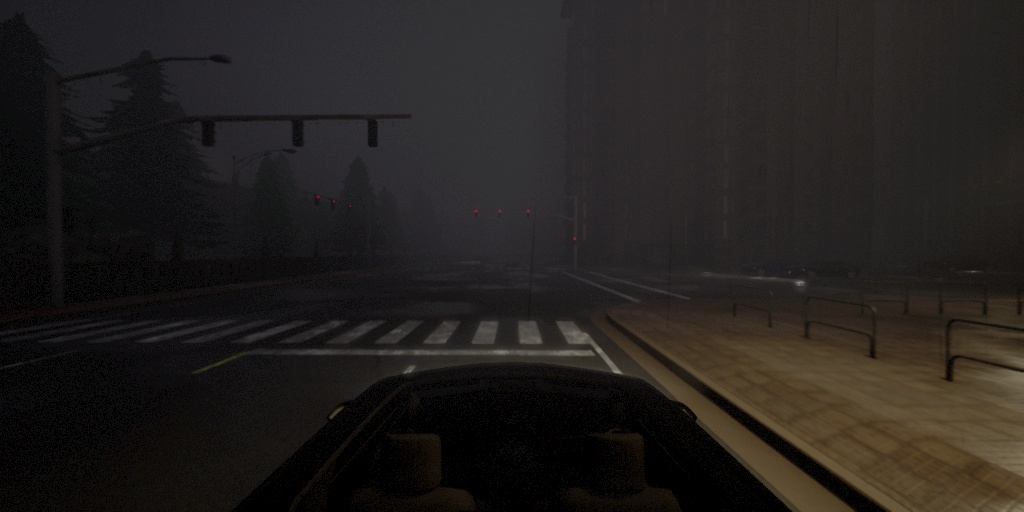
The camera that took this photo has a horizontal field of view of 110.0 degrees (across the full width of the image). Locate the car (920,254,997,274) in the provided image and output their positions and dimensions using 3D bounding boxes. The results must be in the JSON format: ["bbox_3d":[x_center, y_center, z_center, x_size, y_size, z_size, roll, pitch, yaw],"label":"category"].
[{"bbox_3d":[37.770,0.590,30.383,5.008,1.535,1.882,0,1,0],"label":"car"}]

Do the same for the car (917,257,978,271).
[{"bbox_3d":[49.101,0.895,40.563,1.994,1.385,4.181,0,1,6],"label":"car"}]

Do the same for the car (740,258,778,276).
[{"bbox_3d":[22.104,0.908,30.349,5.008,1.535,1.882,0,1,0],"label":"car"}]

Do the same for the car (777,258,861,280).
[{"bbox_3d":[23.189,0.987,26.857,4.892,1.490,1.837,0,1,0],"label":"car"}]
